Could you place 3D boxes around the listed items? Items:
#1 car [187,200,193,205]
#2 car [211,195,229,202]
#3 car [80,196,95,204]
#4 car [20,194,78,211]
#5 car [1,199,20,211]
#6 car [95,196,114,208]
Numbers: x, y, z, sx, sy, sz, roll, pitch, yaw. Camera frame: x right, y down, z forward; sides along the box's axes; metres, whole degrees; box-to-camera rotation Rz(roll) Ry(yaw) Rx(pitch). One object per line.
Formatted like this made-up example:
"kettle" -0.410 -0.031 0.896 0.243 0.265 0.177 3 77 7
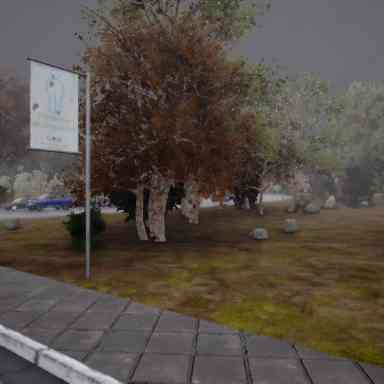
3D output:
"car" -0.629 1.491 55.777 1.895 1.301 4.718 0 0 35
"car" 5.662 1.361 65.107 2.033 1.411 5.357 0 0 31
"car" -14.835 1.319 48.724 2.097 1.767 4.553 0 0 38
"car" -17.119 1.212 40.129 2.150 2.045 5.566 0 0 39
"car" -20.819 1.499 41.105 1.837 1.490 4.892 0 0 38
"car" -11.024 1.312 47.930 2.097 1.767 4.553 0 0 37
